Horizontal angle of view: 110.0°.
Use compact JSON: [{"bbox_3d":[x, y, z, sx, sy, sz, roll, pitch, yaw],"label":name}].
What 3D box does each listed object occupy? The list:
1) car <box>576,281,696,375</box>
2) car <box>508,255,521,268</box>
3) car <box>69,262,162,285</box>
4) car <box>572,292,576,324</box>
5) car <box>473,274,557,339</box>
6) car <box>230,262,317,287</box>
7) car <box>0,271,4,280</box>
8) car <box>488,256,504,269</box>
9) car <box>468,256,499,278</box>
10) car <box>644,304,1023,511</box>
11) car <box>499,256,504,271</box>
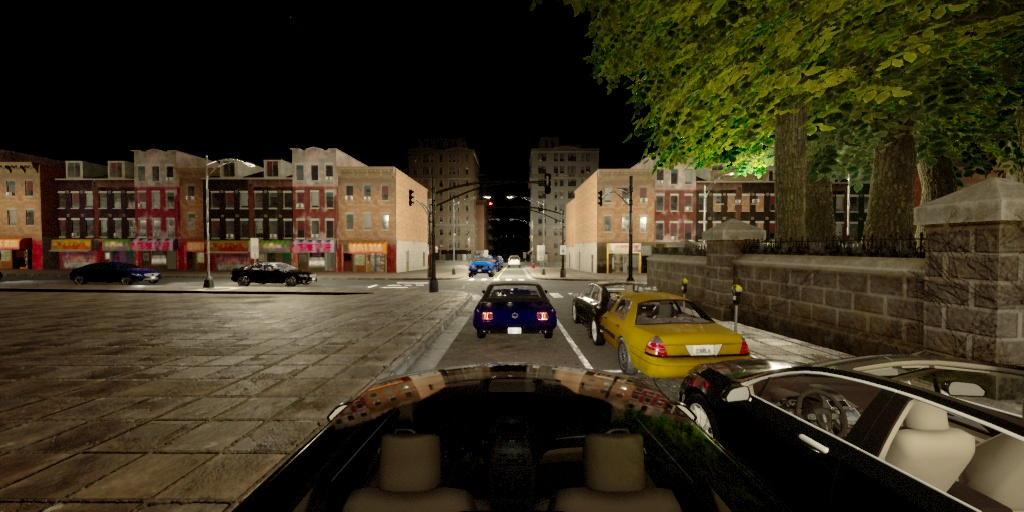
[{"bbox_3d":[2.687,1.273,7.307,1.751,1.417,4.829,0,0,0],"label":"car"},{"bbox_3d":[0.409,1.006,63.754,2.150,2.045,5.566,0,0,0],"label":"car"},{"bbox_3d":[-25.130,1.082,22.772,4.674,1.442,1.812,1,1,0],"label":"car"},{"bbox_3d":[2.662,1.298,9.281,2.007,1.370,4.403,0,0,0],"label":"car"},{"bbox_3d":[0.076,1.348,10.086,1.895,1.301,4.718,0,0,0],"label":"car"},{"bbox_3d":[-15.025,1.159,22.748,4.902,1.511,2.128,1,1,0],"label":"car"},{"bbox_3d":[-35.596,0.965,22.808,4.674,1.442,1.812,1,1,0],"label":"car"},{"bbox_3d":[-2.553,0.999,58.546,2.150,2.045,5.566,0,0,1],"label":"car"},{"bbox_3d":[-2.801,0.976,34.657,2.150,2.045,5.566,0,0,2],"label":"car"},{"bbox_3d":[2.637,1.300,2.146,2.007,1.370,4.403,0,0,0],"label":"car"},{"bbox_3d":[-2.648,0.989,47.698,2.150,2.045,5.566,0,0,1],"label":"car"}]
